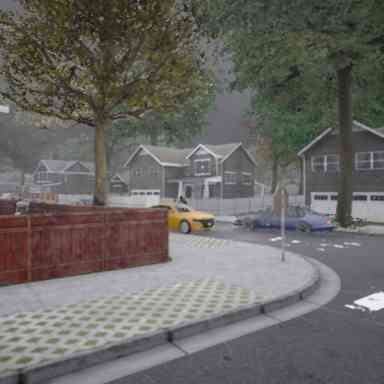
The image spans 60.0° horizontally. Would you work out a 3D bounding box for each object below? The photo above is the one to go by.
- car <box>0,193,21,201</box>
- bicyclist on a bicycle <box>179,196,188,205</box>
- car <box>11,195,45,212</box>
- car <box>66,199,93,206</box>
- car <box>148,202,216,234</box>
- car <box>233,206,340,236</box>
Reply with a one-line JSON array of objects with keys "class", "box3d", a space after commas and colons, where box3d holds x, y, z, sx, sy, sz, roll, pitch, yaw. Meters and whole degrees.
[{"class": "car", "box3d": [-24.024, 0.893, 44.074, 4.553, 1.767, 2.097, 1, 1, 42]}, {"class": "bicyclist on a bicycle", "box3d": [-0.767, 1.122, 26.466, 0.582, 1.620, 1.656, 1, 1, 43]}, {"class": "car", "box3d": [-15.258, 1.268, 31.931, 4.181, 1.385, 1.994, 1, 1, 42]}, {"class": "car", "box3d": [-7.953, 1.288, 25.143, 4.902, 1.511, 2.128, 1, 1, 43]}, {"class": "car", "box3d": [-0.938, 1.351, 18.631, 5.008, 1.535, 1.882, 1, 1, 43]}, {"class": "car", "box3d": [4.935, 1.449, 17.850, 5.357, 1.411, 2.033, 0, 0, 35]}]
